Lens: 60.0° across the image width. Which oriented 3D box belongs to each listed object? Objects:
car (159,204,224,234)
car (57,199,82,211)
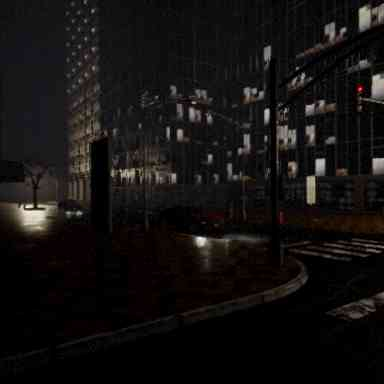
[{"bbox_3d":[-0.126,1.521,20.009,1.882,1.535,5.008,-1,0,-35],"label":"car"},{"bbox_3d":[-15.415,1.621,41.688,2.033,1.411,5.357,-1,0,-35],"label":"car"}]
